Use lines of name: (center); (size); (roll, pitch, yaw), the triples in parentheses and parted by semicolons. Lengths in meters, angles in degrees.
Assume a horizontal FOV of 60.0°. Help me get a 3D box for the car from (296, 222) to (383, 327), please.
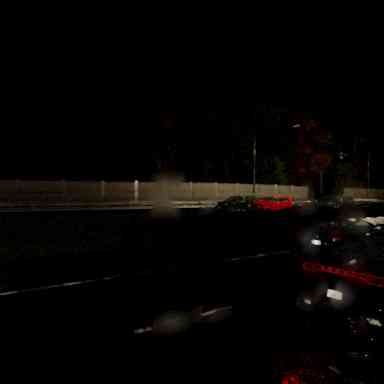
car: (4.325, 1.527, 6.831); (5.008, 1.535, 1.882); (0, 0, -36)

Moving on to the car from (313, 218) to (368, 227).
car: (5.722, 1.641, 12.130); (4.181, 1.385, 1.994); (0, 0, -36)

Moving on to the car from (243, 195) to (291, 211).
car: (8.505, 1.407, 35.854); (5.566, 2.045, 2.150); (0, 0, -35)

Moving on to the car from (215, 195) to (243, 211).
car: (5.220, 1.397, 37.810); (5.566, 2.045, 2.150); (0, 0, -35)

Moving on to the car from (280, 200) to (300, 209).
car: (11.332, 1.757, 33.570); (4.181, 1.385, 1.994); (0, 0, -35)

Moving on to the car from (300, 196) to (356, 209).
car: (12.702, 1.409, 30.251); (5.566, 2.045, 2.150); (1, 0, -35)
